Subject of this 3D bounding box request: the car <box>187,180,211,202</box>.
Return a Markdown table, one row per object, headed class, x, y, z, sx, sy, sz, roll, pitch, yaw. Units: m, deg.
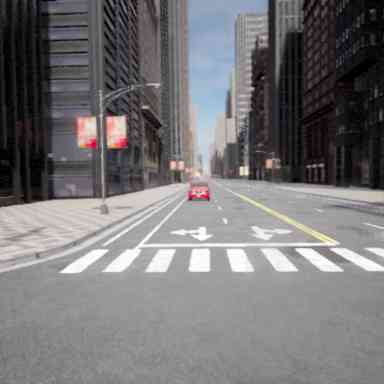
| class | x | y | z | sx | sy | sz | roll | pitch | yaw |
| --- | --- | --- | --- | --- | --- | --- | --- | --- | --- |
| car | 0.740 | -0.137 | 33.998 | 2.150 | 2.045 | 5.566 | -1 | 3 | 2 |
